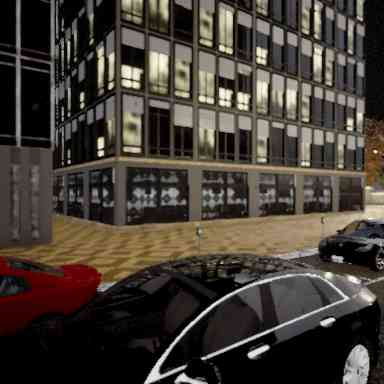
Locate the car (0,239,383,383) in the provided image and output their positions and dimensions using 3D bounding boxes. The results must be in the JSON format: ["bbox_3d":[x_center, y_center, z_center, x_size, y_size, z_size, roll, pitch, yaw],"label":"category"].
[{"bbox_3d":[0.085,1.503,3.434,4.892,1.490,1.837,0,0,-35],"label":"car"}]

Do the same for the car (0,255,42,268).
[{"bbox_3d":[-3.361,1.545,4.163,4.507,1.381,1.887,0,0,-35],"label":"car"}]

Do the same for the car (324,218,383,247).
[{"bbox_3d":[5.933,1.543,10.771,4.313,1.339,1.947,0,0,-35],"label":"car"}]
